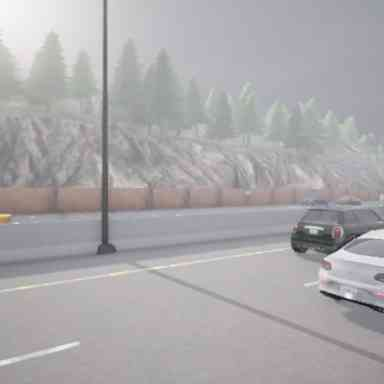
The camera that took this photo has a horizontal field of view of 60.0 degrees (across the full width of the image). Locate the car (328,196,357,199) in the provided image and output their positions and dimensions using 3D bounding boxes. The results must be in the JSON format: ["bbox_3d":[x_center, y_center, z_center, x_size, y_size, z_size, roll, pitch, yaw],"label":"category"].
[{"bbox_3d":[20.283,1.258,43.362,4.674,1.442,1.812,0,1,-35],"label":"car"}]

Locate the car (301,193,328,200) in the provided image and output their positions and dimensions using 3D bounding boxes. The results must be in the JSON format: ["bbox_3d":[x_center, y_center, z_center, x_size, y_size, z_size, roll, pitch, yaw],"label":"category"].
[{"bbox_3d":[16.626,1.064,45.207,4.553,1.767,2.097,0,1,-36],"label":"car"}]

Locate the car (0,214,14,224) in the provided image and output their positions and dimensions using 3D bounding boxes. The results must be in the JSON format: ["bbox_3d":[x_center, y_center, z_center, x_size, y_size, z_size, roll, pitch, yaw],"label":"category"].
[{"bbox_3d":[-10.263,1.363,13.890,5.008,1.535,1.882,0,0,-35],"label":"car"}]

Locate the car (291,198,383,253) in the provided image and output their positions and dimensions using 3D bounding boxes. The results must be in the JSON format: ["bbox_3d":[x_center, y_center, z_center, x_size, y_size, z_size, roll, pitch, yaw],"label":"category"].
[{"bbox_3d":[5.665,1.278,11.858,4.553,1.767,2.097,0,1,-34],"label":"car"}]

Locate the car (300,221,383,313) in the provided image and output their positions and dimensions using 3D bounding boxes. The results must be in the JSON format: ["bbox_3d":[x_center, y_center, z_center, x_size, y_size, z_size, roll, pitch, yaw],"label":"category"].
[{"bbox_3d":[4.555,1.484,6.887,4.674,1.442,1.812,0,1,-34],"label":"car"}]
